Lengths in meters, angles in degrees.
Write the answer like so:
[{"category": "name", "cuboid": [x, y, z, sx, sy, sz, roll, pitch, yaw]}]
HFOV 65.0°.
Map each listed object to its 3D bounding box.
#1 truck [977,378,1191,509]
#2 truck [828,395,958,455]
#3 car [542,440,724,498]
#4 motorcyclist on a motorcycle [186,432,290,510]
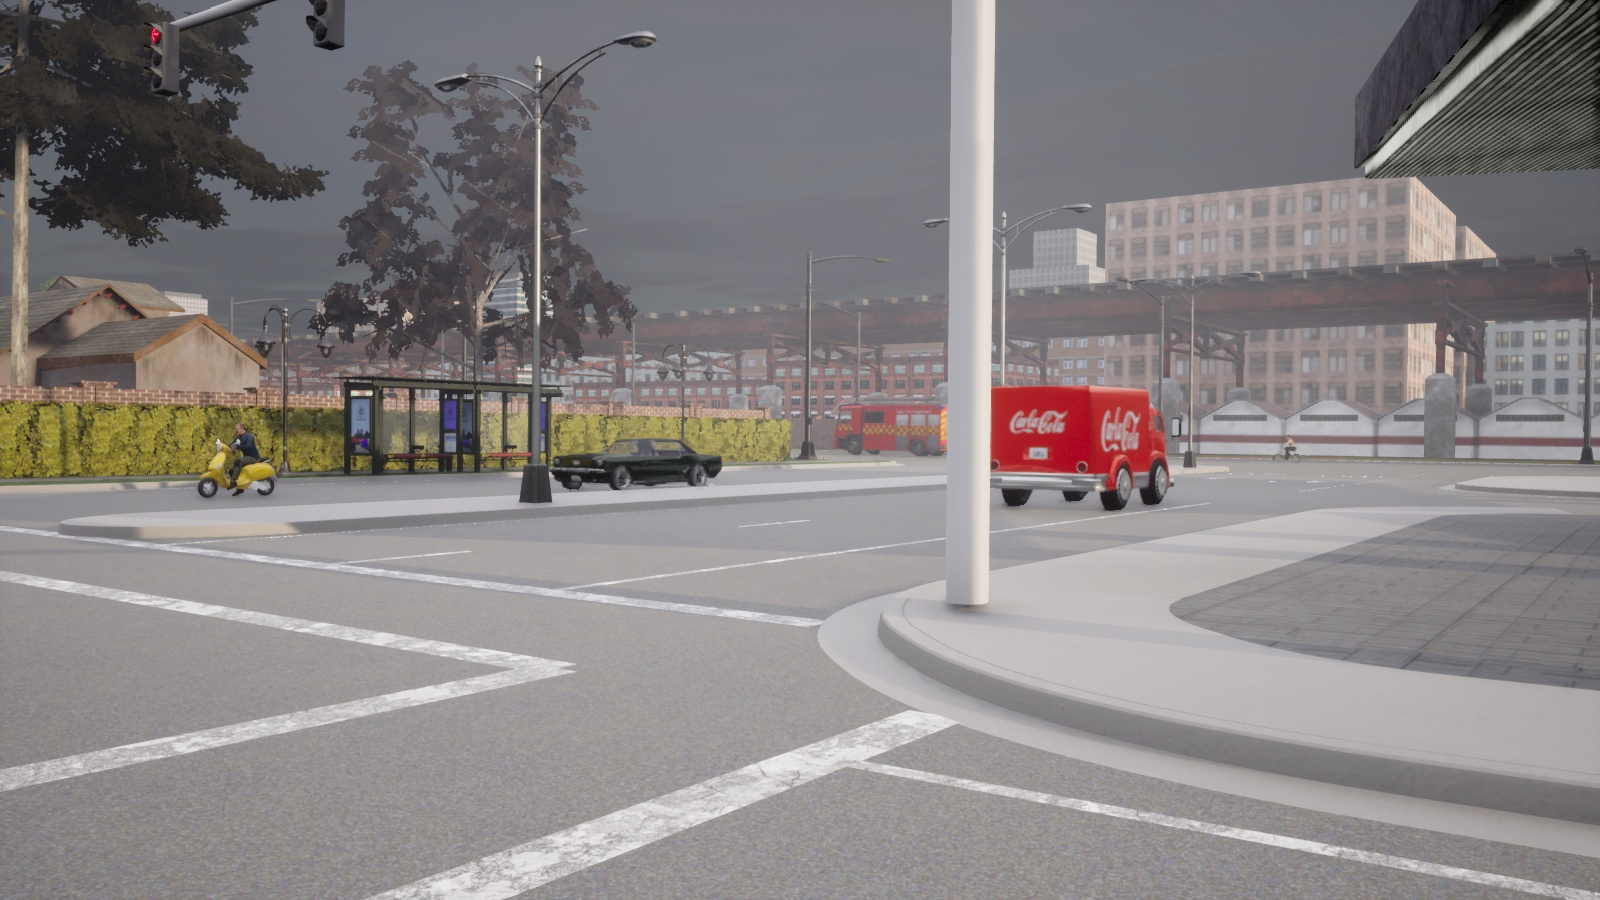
[{"category": "truck", "cuboid": [6.117, -0.173, 26.521, 2.627, 2.467, 5.204, 0, 1, 35]}, {"category": "truck", "cuboid": [6.189, -1.643, 84.536, 8.468, 3.827, 2.891, 0, 1, 35]}, {"category": "car", "cuboid": [-4.139, 0.433, 31.923, 1.895, 1.301, 4.718, 0, 1, 35]}, {"category": "motorcyclist on a motorcycle", "cuboid": [-11.985, 0.427, 26.842, 0.866, 1.590, 1.817, 0, 1, 35]}]
